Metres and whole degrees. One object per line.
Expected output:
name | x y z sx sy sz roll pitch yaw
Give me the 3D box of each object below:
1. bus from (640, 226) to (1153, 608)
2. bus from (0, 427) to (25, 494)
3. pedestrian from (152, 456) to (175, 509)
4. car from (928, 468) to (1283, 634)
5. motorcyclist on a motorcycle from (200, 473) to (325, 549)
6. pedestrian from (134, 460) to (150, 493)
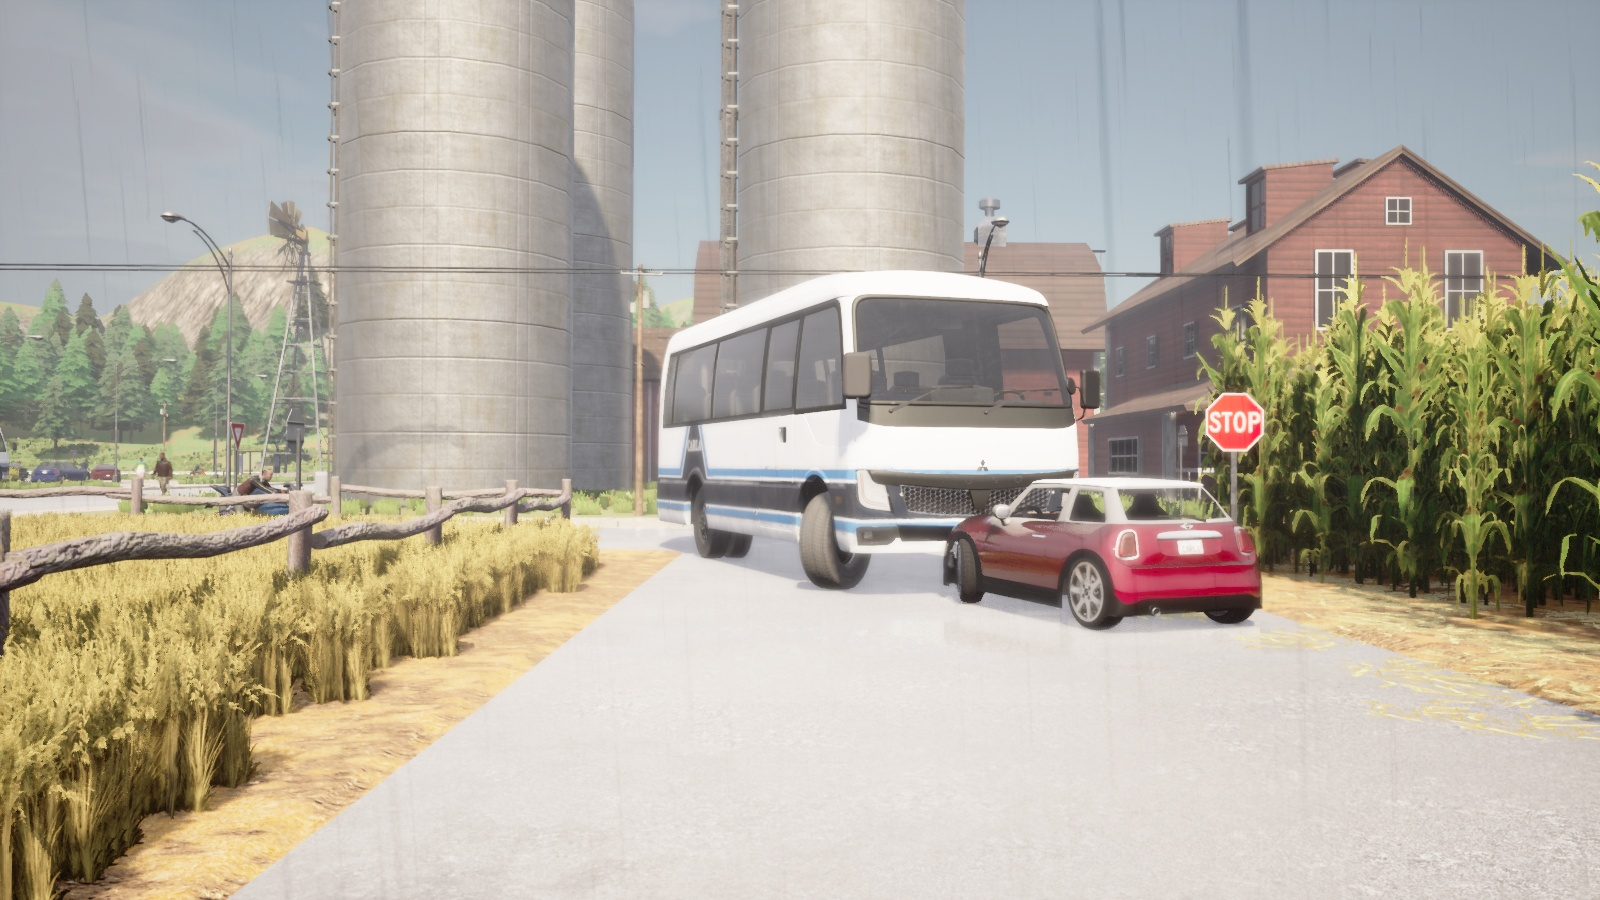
bus | 0.648 -0.302 19.467 3.944 4.253 10.273 0 -1 -21
bus | -52.513 0.640 76.770 3.944 4.253 10.273 0 -1 0
pedestrian | -22.558 1.144 44.499 0.431 1.840 0.703 0 -1 3
car | 3.146 0.967 13.772 1.970 1.475 3.806 -1 0 -21
motorcyclist on a motorcycle | -11.014 1.241 25.760 2.191 1.530 0.866 0 -1 0
pedestrian | -39.267 1.595 74.933 0.659 1.952 0.873 0 -1 -16
